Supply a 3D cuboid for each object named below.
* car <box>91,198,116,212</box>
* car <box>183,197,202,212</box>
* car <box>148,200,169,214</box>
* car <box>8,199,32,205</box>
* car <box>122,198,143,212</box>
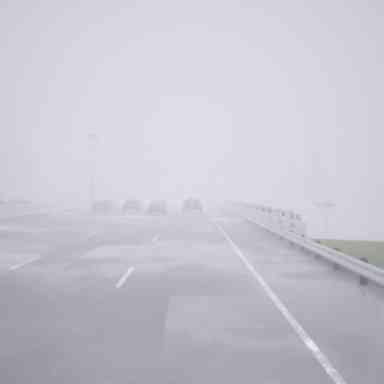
[{"bbox_3d":[-10.453,1.492,39.536,1.882,1.535,5.008,0,0,0],"label":"car"},{"bbox_3d":[0.048,1.363,38.388,2.097,1.767,4.553,0,0,0],"label":"car"},{"bbox_3d":[-3.449,1.535,34.406,2.033,1.411,5.357,0,0,0],"label":"car"},{"bbox_3d":[-21.141,1.564,40.347,2.033,1.411,5.357,0,0,0],"label":"car"},{"bbox_3d":[-6.952,1.518,39.340,1.837,1.490,4.892,0,0,0],"label":"car"}]
